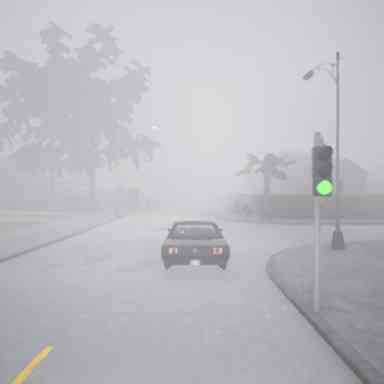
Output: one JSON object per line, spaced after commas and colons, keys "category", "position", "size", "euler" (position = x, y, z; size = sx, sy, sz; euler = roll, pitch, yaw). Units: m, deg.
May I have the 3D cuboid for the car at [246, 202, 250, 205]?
{"category": "car", "position": [8.893, 1.349, 38.392], "size": [5.357, 1.415, 2.033], "euler": [0, 0, 3]}

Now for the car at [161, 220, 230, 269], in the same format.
{"category": "car", "position": [0.097, 1.599, 11.119], "size": [1.895, 1.301, 4.718], "euler": [0, 0, 0]}
